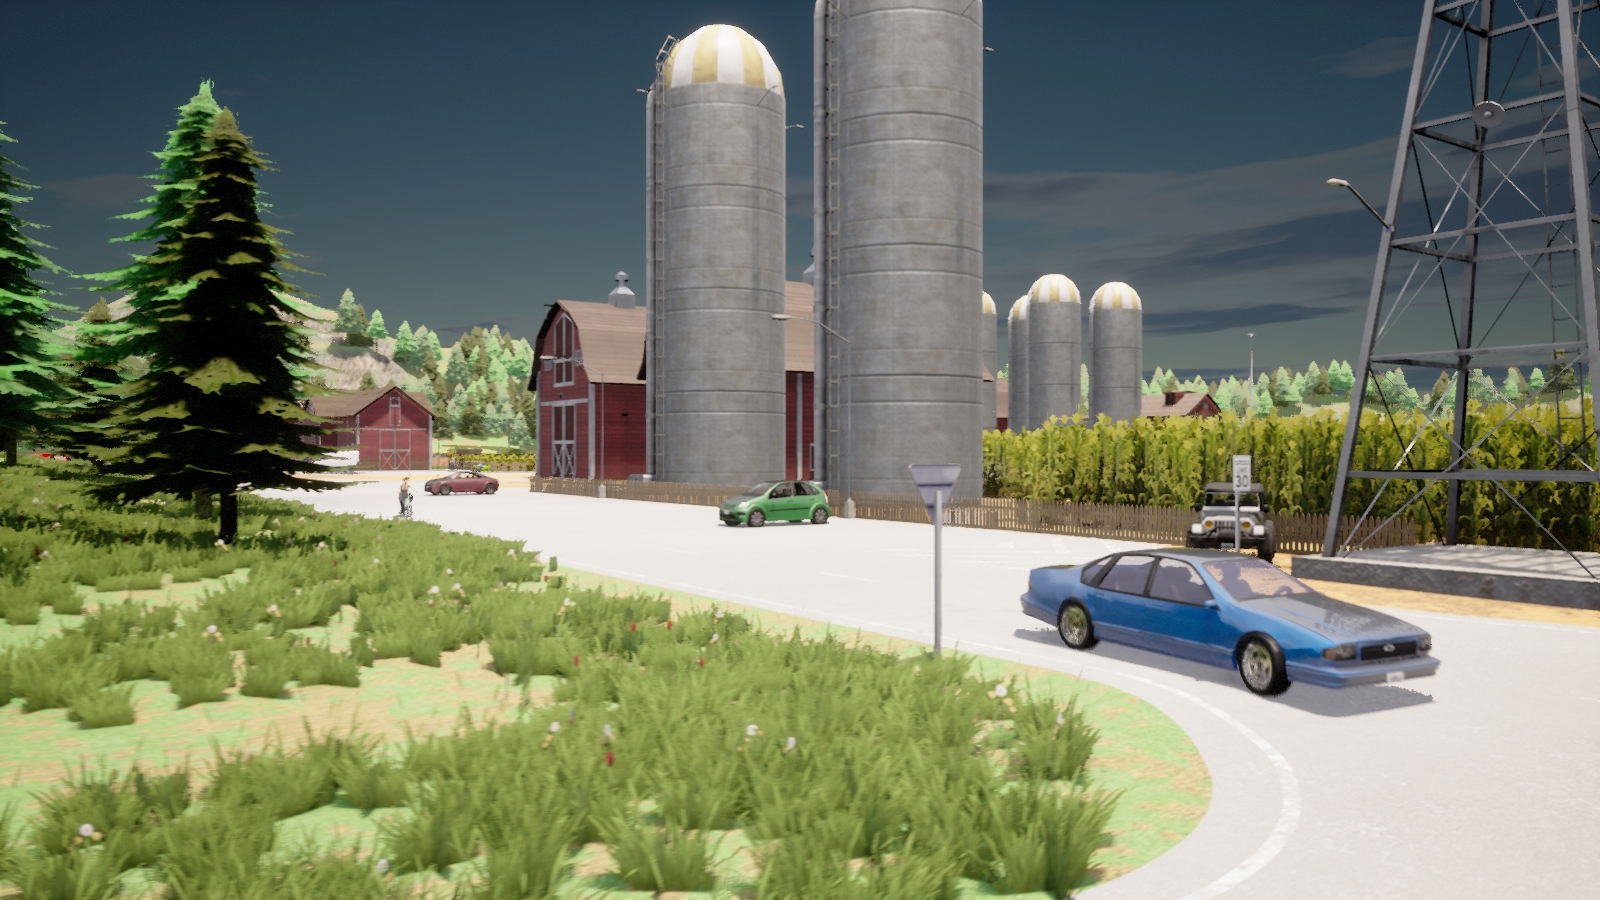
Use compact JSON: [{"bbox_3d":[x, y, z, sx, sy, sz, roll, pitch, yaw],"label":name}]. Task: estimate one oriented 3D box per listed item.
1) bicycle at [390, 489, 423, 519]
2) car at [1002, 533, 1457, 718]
[{"bbox_3d":[-15.485,2.116,44.914,0.859,1.080,1.487,0,0,-34],"label":"bicycle"},{"bbox_3d":[5.056,1.984,14.440,2.033,1.411,5.357,0,1,-28],"label":"car"}]
